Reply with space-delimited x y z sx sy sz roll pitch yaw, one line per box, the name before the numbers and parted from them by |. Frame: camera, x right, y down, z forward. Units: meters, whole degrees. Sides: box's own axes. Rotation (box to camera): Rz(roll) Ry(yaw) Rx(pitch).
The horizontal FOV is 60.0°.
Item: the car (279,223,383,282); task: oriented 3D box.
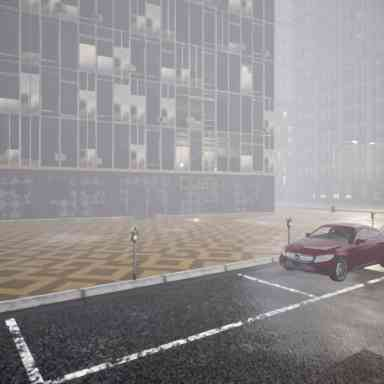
car | 4.361 1.579 9.684 4.206 1.307 1.802 0 0 -36
